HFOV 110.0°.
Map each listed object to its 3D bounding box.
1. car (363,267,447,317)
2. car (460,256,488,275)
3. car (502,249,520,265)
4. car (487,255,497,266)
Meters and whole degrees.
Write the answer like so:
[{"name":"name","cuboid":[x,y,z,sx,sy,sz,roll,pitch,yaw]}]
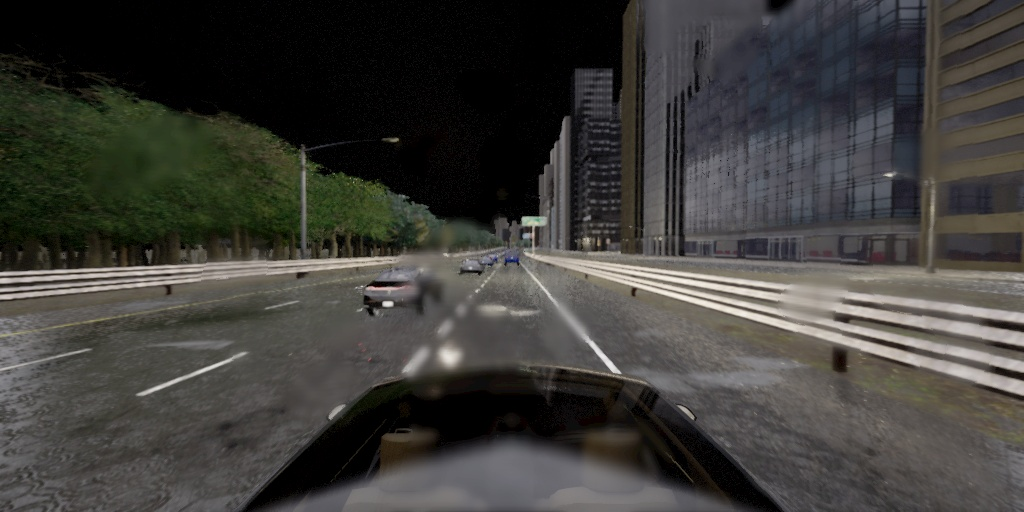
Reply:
[{"name":"car","cuboid":[-3.501,1.119,12.535,2.128,1.511,4.902,0,1,0]},{"name":"car","cuboid":[-3.534,0.961,32.517,1.994,1.385,4.181,0,1,0]},{"name":"car","cuboid":[-0.015,0.345,55.341,2.150,2.045,5.566,0,1,0]},{"name":"car","cuboid":[-3.602,0.741,51.020,1.994,1.385,4.181,0,1,0]}]
